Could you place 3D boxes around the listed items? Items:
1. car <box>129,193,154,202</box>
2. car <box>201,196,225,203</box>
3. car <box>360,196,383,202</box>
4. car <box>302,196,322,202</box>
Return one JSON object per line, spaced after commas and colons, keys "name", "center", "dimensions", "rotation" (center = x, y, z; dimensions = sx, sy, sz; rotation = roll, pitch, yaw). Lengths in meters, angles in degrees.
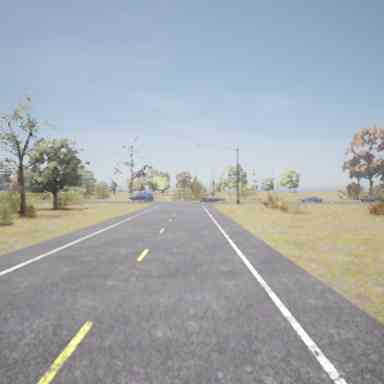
{"name": "car", "center": [-11.313, 1.174, 74.702], "dimensions": [5.566, 2.045, 2.150], "rotation": [0, 0, -2]}
{"name": "car", "center": [4.381, 1.542, 68.078], "dimensions": [4.902, 1.511, 2.128], "rotation": [0, 0, -2]}
{"name": "car", "center": [41.494, 1.667, 76.165], "dimensions": [5.357, 1.411, 2.033], "rotation": [0, 0, -2]}
{"name": "car", "center": [26.813, 1.622, 75.737], "dimensions": [5.357, 1.411, 2.033], "rotation": [0, 0, -2]}
